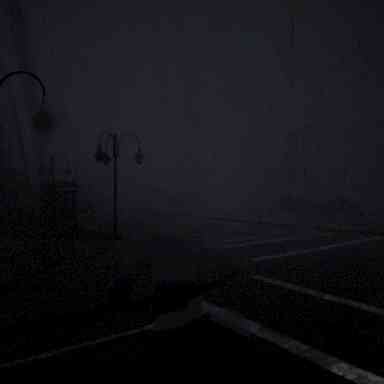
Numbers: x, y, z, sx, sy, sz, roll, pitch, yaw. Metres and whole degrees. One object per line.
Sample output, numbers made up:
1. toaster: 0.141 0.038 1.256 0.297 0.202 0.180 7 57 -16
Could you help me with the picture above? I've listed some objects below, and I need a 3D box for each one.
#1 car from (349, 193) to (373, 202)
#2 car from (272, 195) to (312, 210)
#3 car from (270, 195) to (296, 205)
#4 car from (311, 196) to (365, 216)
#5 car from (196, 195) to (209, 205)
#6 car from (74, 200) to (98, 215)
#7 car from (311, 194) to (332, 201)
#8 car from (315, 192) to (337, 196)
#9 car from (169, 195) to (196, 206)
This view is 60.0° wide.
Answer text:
1. car: 33.463 0.995 66.476 1.932 1.855 4.605 0 0 -36
2. car: 11.367 1.343 38.142 1.970 1.475 3.806 0 0 -36
3. car: 14.748 1.257 54.054 1.845 1.501 3.633 0 0 -36
4. car: 13.249 1.338 30.370 1.845 1.501 3.633 0 0 -36
5. car: 0.648 1.289 53.424 2.152 1.636 5.027 0 0 -36
6. car: -11.596 1.544 34.695 2.033 1.411 5.357 0 0 -36
7. car: 28.509 1.258 73.357 1.970 1.475 3.806 0 0 -36
8. car: 22.909 1.218 59.822 2.007 1.523 4.514 0 0 -36
9. car: -1.875 1.304 51.560 2.007 1.523 4.514 0 0 -36
